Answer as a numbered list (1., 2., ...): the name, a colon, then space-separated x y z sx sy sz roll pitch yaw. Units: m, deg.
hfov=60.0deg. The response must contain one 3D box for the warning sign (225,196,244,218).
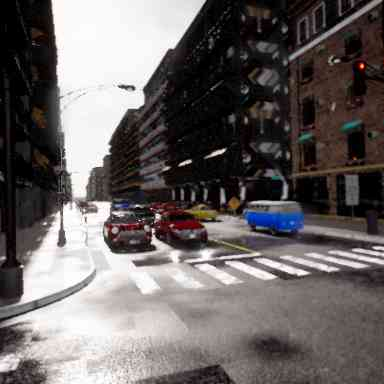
1. warning sign: 3.682 1.298 28.982 1.300 1.860 1.060 -1 -1 -20

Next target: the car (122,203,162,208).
1. car: -4.136 1.864 26.617 1.837 1.490 4.892 -1 -1 -20

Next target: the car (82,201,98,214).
1. car: -14.612 2.404 48.407 1.802 1.307 4.206 -1 -1 -20

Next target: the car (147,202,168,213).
1. car: -4.817 2.093 45.857 1.887 1.381 4.507 -1 -1 -20

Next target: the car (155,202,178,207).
1. car: -2.924 1.996 40.522 1.887 1.381 4.507 -1 -1 -20

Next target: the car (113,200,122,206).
1. car: -19.962 2.923 88.541 1.802 1.307 4.206 -1 -1 -20

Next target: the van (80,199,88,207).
1. van: -27.870 2.857 85.759 1.690 1.788 3.998 -1 -1 -20

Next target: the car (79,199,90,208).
1. car: -22.191 2.531 69.753 2.192 1.841 5.009 -1 -1 -20

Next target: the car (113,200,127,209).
1. car: -13.553 2.407 62.731 1.882 1.535 5.008 -1 -1 -20

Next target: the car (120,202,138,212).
1. car: -10.155 2.300 53.127 2.033 1.411 5.357 -1 -1 -20

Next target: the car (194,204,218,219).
1. car: 0.804 1.789 30.014 1.752 1.417 4.829 -1 -1 -20

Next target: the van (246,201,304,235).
1. van: 4.644 1.421 19.185 1.690 1.788 3.998 -1 -1 -20

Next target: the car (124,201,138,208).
1. car: -12.390 2.493 67.200 2.008 1.369 4.403 -1 -1 -20

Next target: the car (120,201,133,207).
1. car: -14.283 2.591 72.536 2.008 1.369 4.403 -1 -1 -20

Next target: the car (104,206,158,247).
1. car: -3.255 1.695 16.397 1.967 1.590 4.097 -1 -1 -20

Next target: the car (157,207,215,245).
1. car: -0.697 1.722 16.937 1.812 1.442 4.674 -1 0 -18

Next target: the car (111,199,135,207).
1. car: -7.702 1.758 36.683 2.150 2.045 5.566 -1 -1 -20
